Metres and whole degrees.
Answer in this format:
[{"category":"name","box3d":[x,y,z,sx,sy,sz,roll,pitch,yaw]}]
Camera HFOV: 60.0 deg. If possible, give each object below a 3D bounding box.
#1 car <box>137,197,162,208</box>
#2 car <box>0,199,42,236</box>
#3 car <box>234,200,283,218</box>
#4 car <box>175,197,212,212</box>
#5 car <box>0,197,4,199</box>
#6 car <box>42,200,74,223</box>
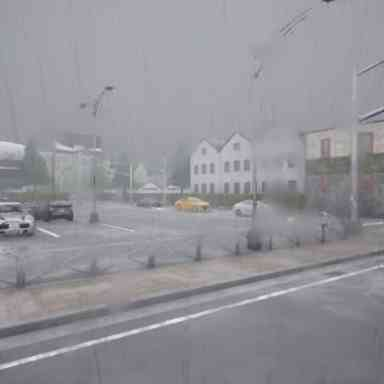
[{"category":"car","box3d":[-5.718,1.418,44.316,1.994,1.385,4.181,0,0,-35]},{"category":"car","box3d":[-8.595,1.250,15.536,1.970,1.475,3.806,0,0,-36]},{"category":"car","box3d":[5.562,1.379,28.392,1.812,1.442,4.674,0,0,-35]},{"category":"car","box3d":[0.099,1.331,36.064,1.882,1.535,5.008,0,0,-35]},{"category":"car","box3d":[-42.146,1.337,70.945,3.866,1.878,1.905,0,0,-36]},{"category":"car","box3d":[-9.710,1.321,23.401,2.007,1.523,4.514,0,0,-36]}]
